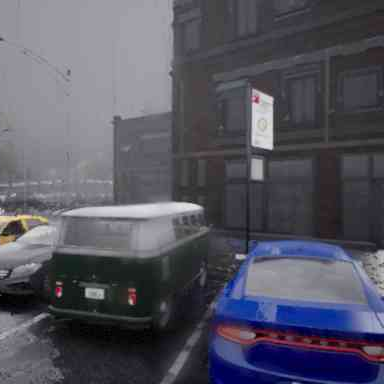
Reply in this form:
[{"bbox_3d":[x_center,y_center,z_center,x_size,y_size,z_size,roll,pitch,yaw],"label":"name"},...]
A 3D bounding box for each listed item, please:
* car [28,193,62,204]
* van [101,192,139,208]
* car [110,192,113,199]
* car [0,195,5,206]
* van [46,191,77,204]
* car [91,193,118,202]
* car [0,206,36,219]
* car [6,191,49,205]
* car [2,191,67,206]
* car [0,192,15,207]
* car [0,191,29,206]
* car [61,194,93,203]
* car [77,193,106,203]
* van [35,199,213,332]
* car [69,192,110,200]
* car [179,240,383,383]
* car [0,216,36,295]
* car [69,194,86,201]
[{"bbox_3d":[-23.436,1.002,53.183,4.553,1.767,2.185,0,-1,14],"label":"car"},{"bbox_3d":[-9.415,1.027,43.403,4.442,1.987,1.878,1,0,14],"label":"van"},{"bbox_3d":[-11.213,0.998,40.976,5.566,2.045,2.435,1,1,14],"label":"car"},{"bbox_3d":[-28.508,1.155,45.649,4.792,1.488,2.163,0,0,14],"label":"car"},{"bbox_3d":[-21.828,0.903,55.697,4.442,1.987,1.878,0,0,14],"label":"van"},{"bbox_3d":[-16.608,1.003,63.173,4.553,1.767,2.185,0,0,14],"label":"car"},{"bbox_3d":[-5.793,1.401,10.089,1.946,1.575,5.366,1,0,15],"label":"car"},{"bbox_3d":[-25.070,0.875,50.669,5.566,2.045,2.435,0,0,14],"label":"car"},{"bbox_3d":[-16.129,0.997,33.624,5.566,2.045,2.435,1,0,14],"label":"car"},{"bbox_3d":[-10.641,1.109,13.781,2.435,2.045,5.566,0,0,15],"label":"car"},{"bbox_3d":[-26.818,0.875,48.156,5.566,2.045,2.435,0,0,14],"label":"car"},{"bbox_3d":[-20.026,1.130,58.181,4.892,1.521,2.231,0,0,14],"label":"car"},{"bbox_3d":[-18.298,1.003,60.659,4.553,1.767,2.185,0,0,14],"label":"car"},{"bbox_3d":[-0.822,1.227,6.897,1.878,1.987,4.442,0,0,15],"label":"van"},{"bbox_3d":[-12.872,0.998,38.525,5.566,2.045,2.435,1,1,14],"label":"car"},{"bbox_3d":[1.585,1.474,5.031,2.097,1.535,5.008,0,-1,16],"label":"car"},{"bbox_3d":[-3.293,1.468,8.529,2.002,1.452,4.674,1,0,15],"label":"car"},{"bbox_3d":[-14.531,1.278,36.065,4.792,1.488,2.163,1,1,14],"label":"car"}]
